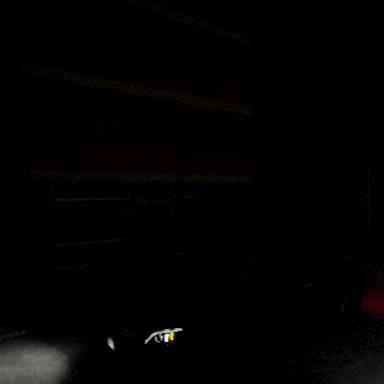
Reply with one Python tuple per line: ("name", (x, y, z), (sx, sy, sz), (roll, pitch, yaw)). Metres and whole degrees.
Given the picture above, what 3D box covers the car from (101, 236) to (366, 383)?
("car", (0.946, 1.494, 5.275), (4.674, 1.442, 1.812), (-1, 0, -35))
